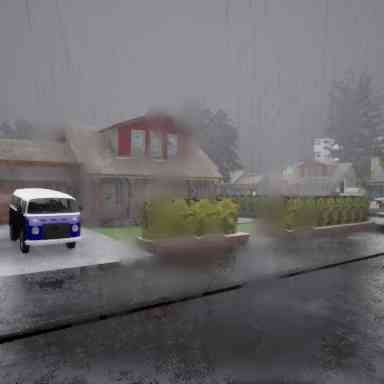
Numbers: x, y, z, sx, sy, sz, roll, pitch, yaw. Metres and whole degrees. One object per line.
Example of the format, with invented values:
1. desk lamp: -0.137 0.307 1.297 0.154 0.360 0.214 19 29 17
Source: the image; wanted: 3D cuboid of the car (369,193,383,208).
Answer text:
1. car: 23.733 0.986 40.840 3.866 1.878 1.905 0 0 -1
